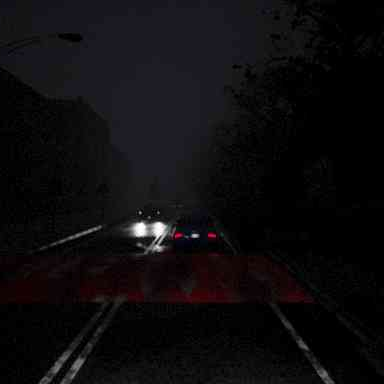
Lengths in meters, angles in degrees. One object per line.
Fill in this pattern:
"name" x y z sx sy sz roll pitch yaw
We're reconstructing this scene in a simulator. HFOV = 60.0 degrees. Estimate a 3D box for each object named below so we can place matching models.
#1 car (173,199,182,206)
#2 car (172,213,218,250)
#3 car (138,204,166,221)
"car" -2.982 2.093 68.642 2.033 1.411 5.357 0 -1 0
"car" 0.118 1.611 14.498 2.033 1.411 5.357 0 0 0
"car" -3.296 1.681 27.938 1.895 1.301 4.718 0 0 0
